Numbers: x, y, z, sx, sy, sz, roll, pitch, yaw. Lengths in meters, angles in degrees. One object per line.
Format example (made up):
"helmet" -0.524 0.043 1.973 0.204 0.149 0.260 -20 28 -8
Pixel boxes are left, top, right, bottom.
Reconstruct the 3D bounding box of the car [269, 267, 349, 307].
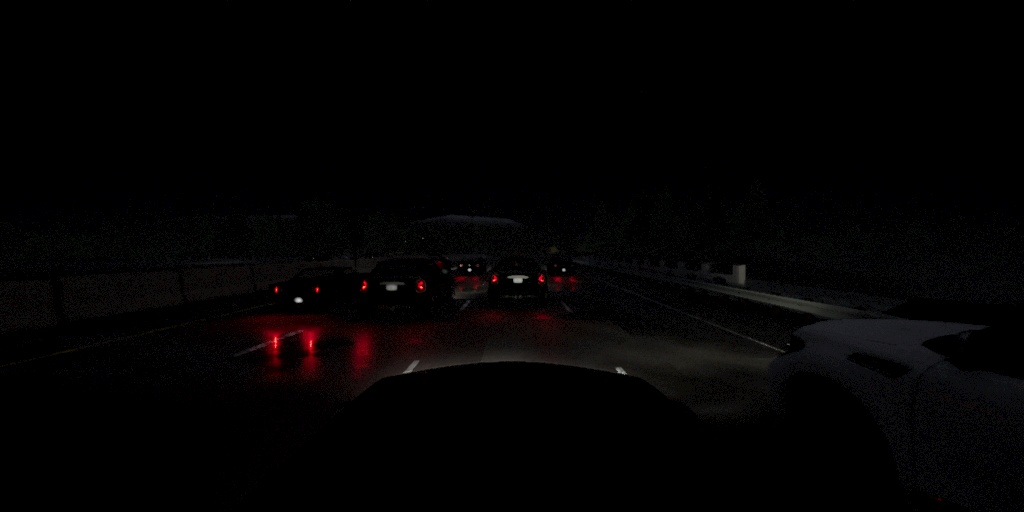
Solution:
"car" -6.778 1.056 13.642 1.895 1.301 4.718 0 1 1

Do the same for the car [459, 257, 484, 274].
"car" -3.122 0.693 28.886 1.895 1.301 4.718 0 1 1

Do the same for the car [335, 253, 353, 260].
"car" -24.037 0.239 52.572 1.812 1.442 4.674 0 1 1

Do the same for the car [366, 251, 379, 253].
"car" -20.540 0.067 52.618 2.097 1.767 4.553 0 1 1

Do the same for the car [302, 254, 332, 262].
"car" -27.557 0.328 50.760 1.895 1.301 4.718 0 1 1

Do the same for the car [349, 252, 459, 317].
"car" -3.297 0.848 12.026 2.097 1.767 4.553 0 1 1

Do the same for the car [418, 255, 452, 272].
"car" -6.598 0.602 31.249 1.994 1.385 4.181 0 1 1

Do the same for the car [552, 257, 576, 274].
"car" 3.878 0.699 28.801 1.895 1.301 4.718 0 1 1

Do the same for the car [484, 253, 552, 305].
"car" 0.226 0.798 14.200 2.097 1.767 4.553 0 1 1

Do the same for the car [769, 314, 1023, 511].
"car" 3.585 0.990 1.132 2.150 2.045 5.566 0 2 1
